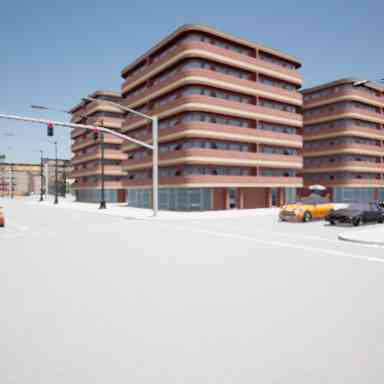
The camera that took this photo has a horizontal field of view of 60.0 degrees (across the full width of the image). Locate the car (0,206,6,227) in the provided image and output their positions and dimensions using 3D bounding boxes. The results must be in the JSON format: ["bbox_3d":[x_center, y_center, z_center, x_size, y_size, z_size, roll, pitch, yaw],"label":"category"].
[{"bbox_3d":[-13.740,1.341,21.942,2.097,1.767,4.553,-1,0,-36],"label":"car"}]

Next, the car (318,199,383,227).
[{"bbox_3d":[10.838,1.368,21.546,5.357,1.411,2.033,-1,0,-36],"label":"car"}]

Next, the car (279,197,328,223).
[{"bbox_3d":[8.362,1.177,24.078,4.553,1.767,2.097,-1,0,-35],"label":"car"}]

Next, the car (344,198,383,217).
[{"bbox_3d":[15.389,1.315,29.094,4.181,1.385,1.994,-1,0,-36],"label":"car"}]
